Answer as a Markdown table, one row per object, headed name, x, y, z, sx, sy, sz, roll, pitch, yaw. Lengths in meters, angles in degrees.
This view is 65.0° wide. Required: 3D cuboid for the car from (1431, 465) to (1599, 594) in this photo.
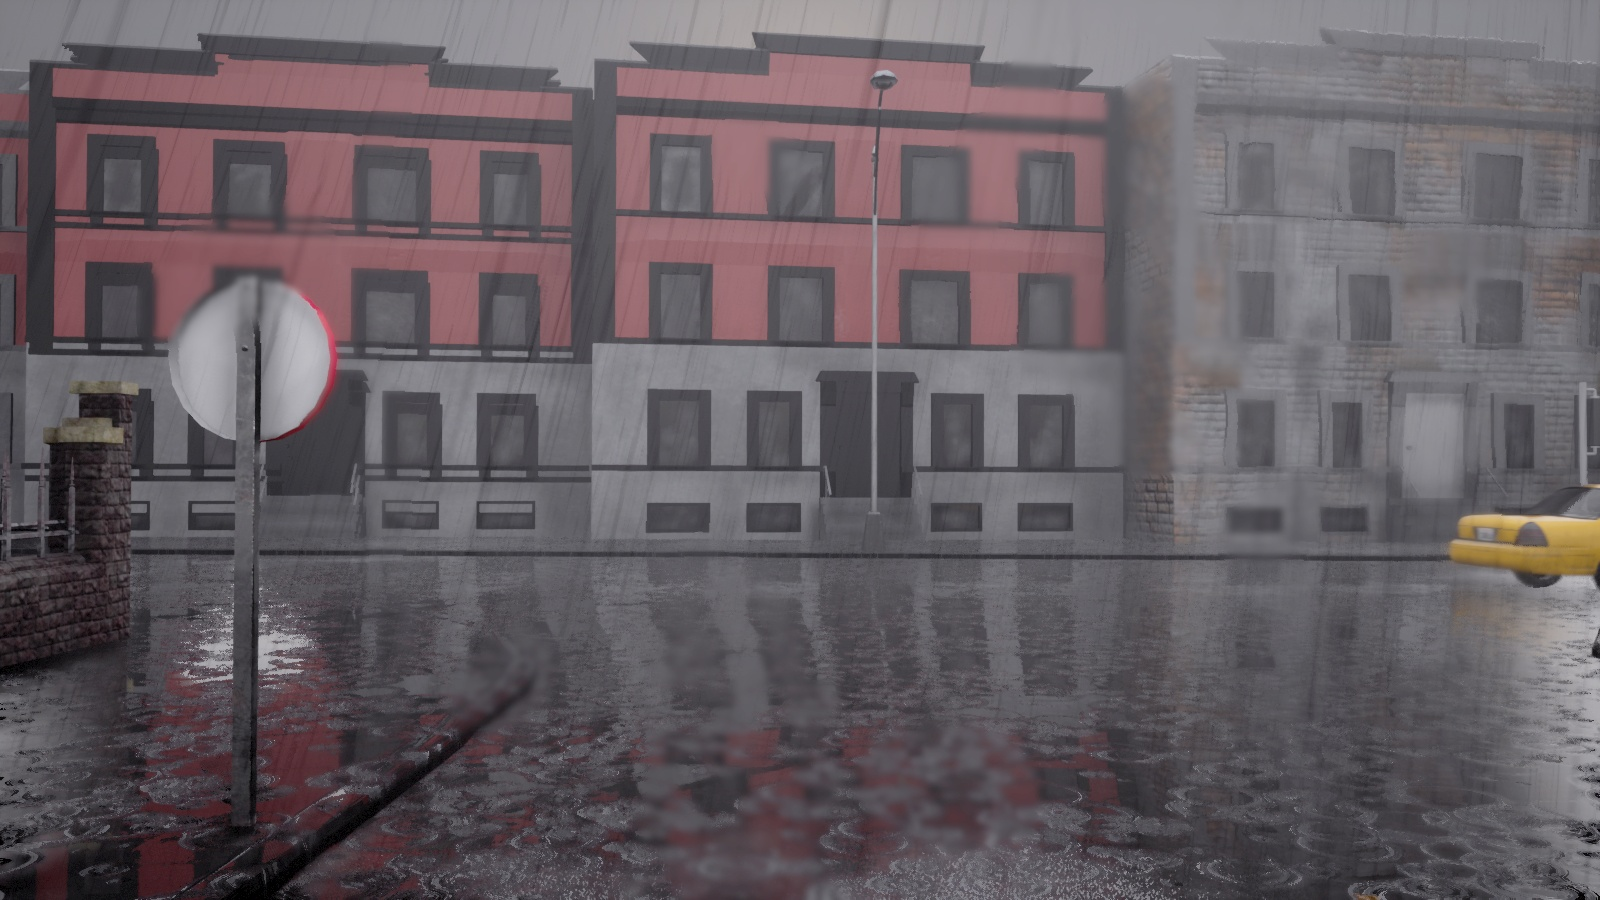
| name | x | y | z | sx | sy | sz | roll | pitch | yaw |
| --- | --- | --- | --- | --- | --- | --- | --- | --- | --- |
| car | 11.373 | 0.984 | 16.460 | 5.366 | 1.575 | 1.801 | 0 | -1 | -4 |
